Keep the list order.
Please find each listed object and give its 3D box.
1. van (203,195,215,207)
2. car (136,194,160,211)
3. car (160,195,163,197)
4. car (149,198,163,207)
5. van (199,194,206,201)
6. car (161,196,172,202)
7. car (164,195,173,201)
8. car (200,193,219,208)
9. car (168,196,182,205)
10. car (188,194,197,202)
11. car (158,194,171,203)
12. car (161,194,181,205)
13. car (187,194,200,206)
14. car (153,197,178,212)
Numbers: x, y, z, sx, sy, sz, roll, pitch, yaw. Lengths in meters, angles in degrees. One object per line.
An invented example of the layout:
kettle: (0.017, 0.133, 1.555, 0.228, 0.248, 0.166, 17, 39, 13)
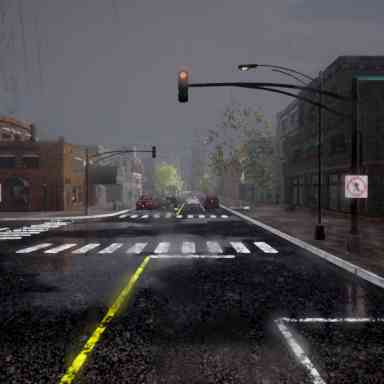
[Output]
van: (2.701, 1.329, 52.495, 1.690, 1.788, 3.998, -1, 0, 0)
car: (-5.683, 1.306, 41.409, 2.192, 1.841, 5.009, -1, 0, 0)
car: (-5.680, 1.534, 46.953, 1.887, 1.381, 4.507, -1, 0, 0)
car: (-5.678, 1.570, 52.497, 1.802, 1.307, 4.206, -1, 0, 0)
van: (2.710, 1.320, 85.759, 1.690, 1.788, 3.998, -1, 0, 0)
car: (-5.672, 1.548, 74.673, 1.947, 1.339, 4.313, -1, 0, 0)
car: (-5.670, 1.525, 80.217, 1.887, 1.381, 4.507, -1, 0, 0)
car: (2.699, 1.305, 46.951, 2.192, 1.841, 5.009, -1, 0, 0)
car: (-2.986, 1.478, 58.791, 2.128, 1.511, 4.902, 0, 0, 0)
car: (0.022, 1.336, 79.272, 2.097, 1.767, 4.553, 0, 0, 0)
car: (-5.675, 1.299, 69.129, 2.192, 1.841, 5.009, -1, 0, 0)
car: (-3.055, 1.467, 48.661, 1.882, 1.535, 5.008, 0, 0, 0)
car: (0.116, 1.513, 55.451, 1.812, 1.442, 4.674, 0, 0, 0)
car: (-3.084, 1.556, 38.861, 1.994, 1.385, 4.181, 0, 0, 0)
